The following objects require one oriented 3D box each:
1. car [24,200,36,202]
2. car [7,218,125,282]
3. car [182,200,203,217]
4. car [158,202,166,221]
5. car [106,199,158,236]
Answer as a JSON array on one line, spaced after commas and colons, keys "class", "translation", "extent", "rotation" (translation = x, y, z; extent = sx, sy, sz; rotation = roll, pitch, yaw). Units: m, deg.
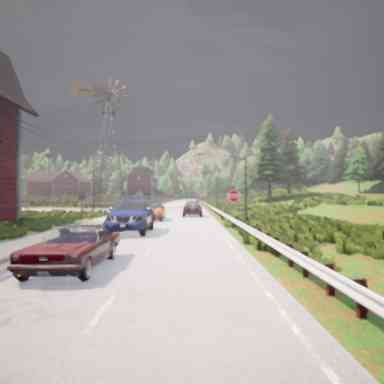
[{"class": "car", "translation": [-32.319, 2.221, 66.238], "extent": [1.784, 1.438, 3.905], "rotation": [0, -1, 0]}, {"class": "car", "translation": [-3.604, 1.711, 10.283], "extent": [1.895, 1.301, 4.718], "rotation": [0, -1, 0]}, {"class": "car", "translation": [0.053, 1.735, 36.042], "extent": [2.097, 1.767, 4.553], "rotation": [0, -1, 0]}, {"class": "car", "translation": [-3.574, 1.673, 30.221], "extent": [2.097, 1.767, 4.553], "rotation": [0, -1, 0]}, {"class": "car", "translation": [-3.596, 1.436, 20.143], "extent": [2.150, 2.045, 5.566], "rotation": [0, -1, 1]}]
